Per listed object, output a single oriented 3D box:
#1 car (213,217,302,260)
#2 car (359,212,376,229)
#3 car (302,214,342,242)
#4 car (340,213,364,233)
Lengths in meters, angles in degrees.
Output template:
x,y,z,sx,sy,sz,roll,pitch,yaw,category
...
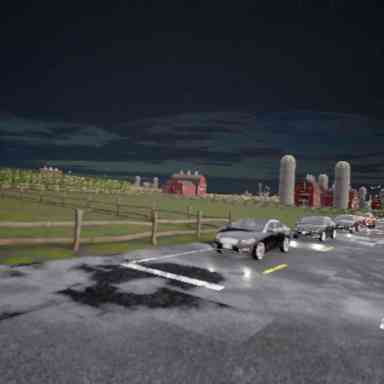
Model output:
x,y,z,sx,sy,sz,roll,pitch,yaw,category
2.702,1.836,14.188,2.128,1.511,4.902,4,-1,35,car
19.640,3.139,38.111,2.097,1.767,4.553,4,-1,36,car
8.090,2.309,21.820,1.837,1.490,4.892,4,-1,35,car
13.770,2.793,29.866,1.837,1.490,4.892,4,-1,35,car
